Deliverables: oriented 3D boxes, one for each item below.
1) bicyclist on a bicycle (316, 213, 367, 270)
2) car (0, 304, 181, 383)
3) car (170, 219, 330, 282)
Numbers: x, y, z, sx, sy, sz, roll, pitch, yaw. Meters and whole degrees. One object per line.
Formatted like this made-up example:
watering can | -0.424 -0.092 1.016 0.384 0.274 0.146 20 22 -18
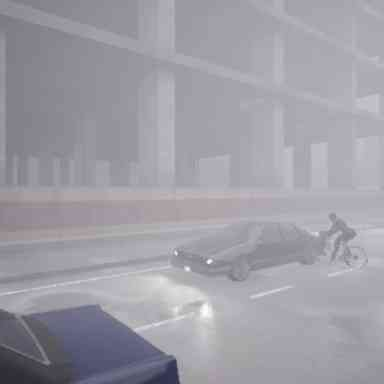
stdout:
bicyclist on a bicycle | 4.410 1.455 9.998 0.582 1.620 1.656 0 -2 -37
car | -2.486 1.601 2.110 4.718 1.301 1.895 0 0 -38
car | 1.998 1.547 9.967 5.357 1.411 2.033 0 0 -37
